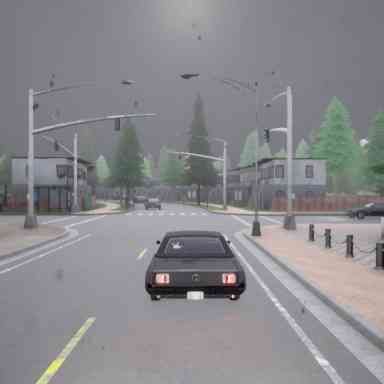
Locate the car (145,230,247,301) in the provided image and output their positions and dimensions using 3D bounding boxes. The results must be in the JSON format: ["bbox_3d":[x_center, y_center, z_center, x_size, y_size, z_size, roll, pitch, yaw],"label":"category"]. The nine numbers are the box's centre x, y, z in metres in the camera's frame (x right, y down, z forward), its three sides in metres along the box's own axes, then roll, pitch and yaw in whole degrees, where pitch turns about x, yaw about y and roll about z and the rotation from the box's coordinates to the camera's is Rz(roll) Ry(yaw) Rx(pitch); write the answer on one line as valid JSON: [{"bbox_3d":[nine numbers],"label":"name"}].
[{"bbox_3d":[0.036,1.600,8.285,1.895,1.301,4.718,0,0,-1],"label":"car"}]

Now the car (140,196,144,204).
[{"bbox_3d":[-6.448,1.509,51.979,2.033,1.411,5.357,0,0,-14],"label":"car"}]

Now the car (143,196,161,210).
[{"bbox_3d":[-4.929,1.488,42.409,1.812,1.442,4.674,0,0,-6],"label":"car"}]

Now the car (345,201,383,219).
[{"bbox_3d":[15.416,1.509,28.006,4.674,1.442,1.812,0,0,1],"label":"car"}]

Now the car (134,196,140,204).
[{"bbox_3d":[-9.661,1.466,61.431,1.837,1.490,4.892,0,0,-23],"label":"car"}]

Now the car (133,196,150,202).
[{"bbox_3d":[-10.935,1.500,71.886,1.994,1.385,4.181,0,0,-36],"label":"car"}]

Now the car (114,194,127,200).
[{"bbox_3d":[-16.935,1.316,79.949,4.674,1.442,1.812,0,0,45],"label":"car"}]
